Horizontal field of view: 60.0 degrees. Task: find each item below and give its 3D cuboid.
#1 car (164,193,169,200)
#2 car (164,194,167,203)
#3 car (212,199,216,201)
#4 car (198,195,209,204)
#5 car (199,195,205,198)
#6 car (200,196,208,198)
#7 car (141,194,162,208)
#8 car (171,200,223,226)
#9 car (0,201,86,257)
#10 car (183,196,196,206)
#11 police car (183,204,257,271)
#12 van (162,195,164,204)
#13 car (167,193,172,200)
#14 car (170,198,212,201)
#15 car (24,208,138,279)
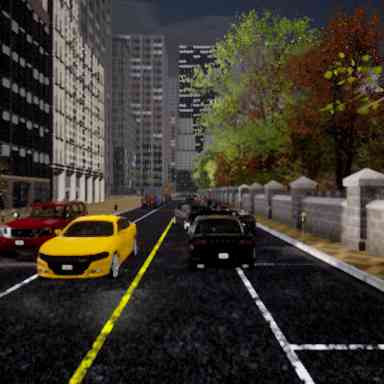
[{"bbox_3d":[-5.921,1.433,62.805,1.752,1.417,4.829,0,0,0],"label":"car"},{"bbox_3d":[-5.877,1.500,57.435,1.802,1.307,4.206,0,0,0],"label":"car"},{"bbox_3d":[2.376,1.527,29.670,1.947,1.339,4.313,0,0,0],"label":"car"},{"bbox_3d":[2.103,1.348,62.968,1.967,1.590,4.097,0,0,0],"label":"car"},{"bbox_3d":[2.194,1.509,51.869,1.802,1.307,4.206,0,0,0],"label":"car"},{"bbox_3d":[2.285,1.511,40.770,1.947,1.339,4.313,0,0,0],"label":"car"},{"bbox_3d":[-5.786,1.252,46.353,2.192,1.841,5.009,0,0,0],"label":"car"},{"bbox_3d":[0.108,1.478,20.660,1.837,1.490,4.892,0,0,-16],"label":"car"},{"bbox_3d":[-5.515,1.299,13.105,2.192,1.841,5.009,0,0,0],"label":"car"},{"bbox_3d":[-0.401,1.468,55.901,2.033,1.411,5.357,0,0,0],"label":"car"},{"bbox_3d":[0.786,1.412,11.039,1.930,1.638,5.238,0,0,0],"label":"police car"},{"bbox_3d":[-5.831,1.268,51.894,1.690,1.788,3.998,0,0,0],"label":"van"},{"bbox_3d":[-5.914,1.193,79.598,2.192,1.841,5.009,0,0,0],"label":"car"},{"bbox_3d":[-0.010,1.470,27.252,1.837,1.490,4.892,0,0,17],"label":"car"},{"bbox_3d":[-2.889,1.465,10.166,1.882,1.535,5.008,0,0,0],"label":"car"}]
